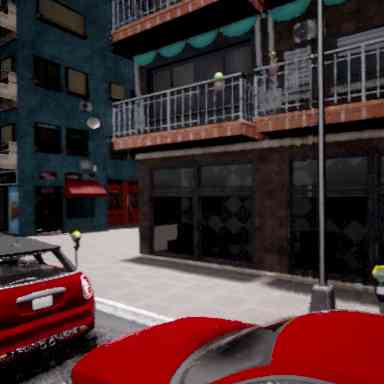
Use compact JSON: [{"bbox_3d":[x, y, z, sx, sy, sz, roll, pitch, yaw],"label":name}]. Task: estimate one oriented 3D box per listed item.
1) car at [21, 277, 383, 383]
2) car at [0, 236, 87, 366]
[{"bbox_3d":[1.013,1.544,2.162,4.507,1.381,1.887,0,0,36],"label":"car"},{"bbox_3d":[-3.483,1.434,5.371,4.097,1.590,1.967,0,0,36],"label":"car"}]
